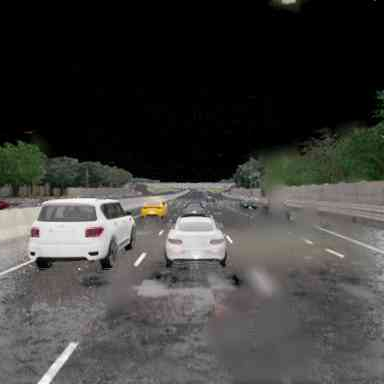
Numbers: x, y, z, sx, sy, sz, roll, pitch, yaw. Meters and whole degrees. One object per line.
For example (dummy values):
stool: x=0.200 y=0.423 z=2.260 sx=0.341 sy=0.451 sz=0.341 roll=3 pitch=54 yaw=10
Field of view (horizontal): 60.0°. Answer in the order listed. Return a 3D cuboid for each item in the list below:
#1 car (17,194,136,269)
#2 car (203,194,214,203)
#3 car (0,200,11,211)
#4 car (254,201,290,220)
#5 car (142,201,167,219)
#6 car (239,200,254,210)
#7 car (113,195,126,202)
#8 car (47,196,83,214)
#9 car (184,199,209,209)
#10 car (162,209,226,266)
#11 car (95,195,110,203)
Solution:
car: x=-3.382 y=1.227 z=11.330 sx=2.150 sy=2.045 sz=5.566 roll=0 pitch=0 yaw=0
car: x=4.114 y=1.683 z=76.401 sx=1.812 sy=1.442 sz=4.674 roll=0 pitch=0 yaw=1
car: x=-20.956 y=1.519 z=34.684 sx=1.882 sy=1.535 sz=5.008 roll=0 pitch=0 yaw=1
car: x=6.976 y=1.522 z=28.458 sx=2.128 sy=1.511 sz=4.902 roll=0 pitch=0 yaw=2
car: x=-3.299 y=1.511 z=29.862 sx=1.882 sy=1.535 sz=5.008 roll=0 pitch=0 yaw=0
car: x=7.268 y=1.672 z=43.592 sx=1.895 sy=1.301 sz=4.718 roll=0 pitch=0 yaw=1
car: x=-16.868 y=1.466 z=77.685 sx=1.812 sy=1.442 sz=4.674 roll=0 pitch=0 yaw=1
car: x=-13.937 y=1.400 z=36.809 sx=2.097 sy=1.767 sz=4.553 roll=0 pitch=0 yaw=1
car: x=0.197 y=1.596 z=29.045 sx=1.994 sy=1.385 sz=4.181 roll=0 pitch=0 yaw=0
car: x=0.120 y=1.531 z=11.453 sx=1.812 sy=1.442 sz=4.674 roll=0 pitch=0 yaw=0
car: x=-20.395 y=1.474 z=75.998 sx=2.097 sy=1.767 sz=4.553 roll=0 pitch=0 yaw=1
